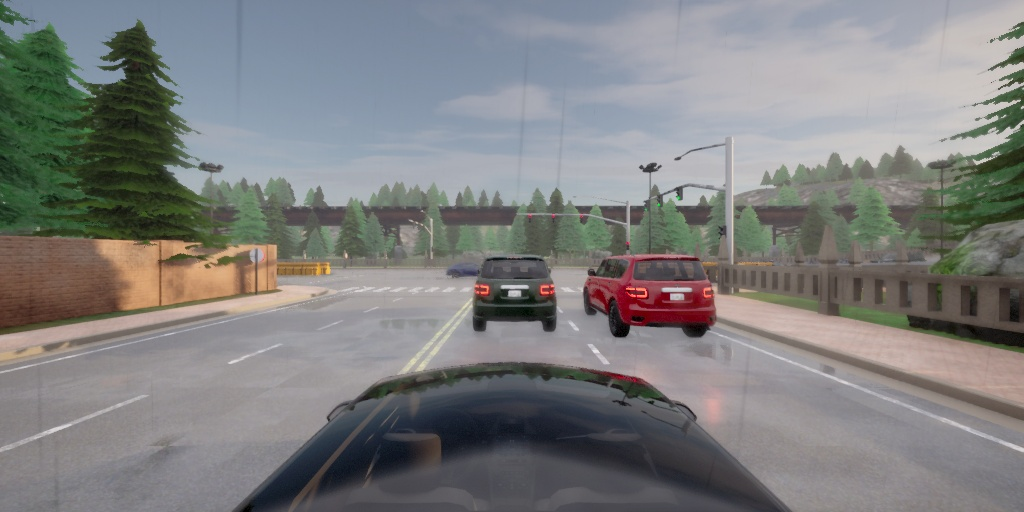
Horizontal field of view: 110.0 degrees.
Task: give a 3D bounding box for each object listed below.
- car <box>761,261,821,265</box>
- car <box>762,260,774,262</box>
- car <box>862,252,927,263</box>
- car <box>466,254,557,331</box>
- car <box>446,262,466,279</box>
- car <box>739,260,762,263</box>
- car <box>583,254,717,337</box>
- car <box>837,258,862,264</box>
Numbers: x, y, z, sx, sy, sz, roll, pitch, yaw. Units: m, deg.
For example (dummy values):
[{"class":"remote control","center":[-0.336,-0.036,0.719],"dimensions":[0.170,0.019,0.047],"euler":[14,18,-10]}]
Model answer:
[{"class":"car","center":[25.004,1.351,31.395],"dimensions":[4.718,1.301,1.895],"euler":[0,0,0]},{"class":"car","center":[31.376,1.297,45.588],"dimensions":[5.357,1.411,2.033],"euler":[0,0,0]},{"class":"car","center":[45.137,0.669,42.055],"dimensions":[5.566,2.045,2.150],"euler":[-3,0,-1]},{"class":"car","center":[0.070,0.971,11.063],"dimensions":[2.150,2.045,5.566],"euler":[0,0,0]},{"class":"car","center":[-3.474,1.275,31.552],"dimensions":[4.674,1.442,1.812],"euler":[0,0,0]},{"class":"car","center":[25.828,1.241,42.097],"dimensions":[4.902,1.511,2.128],"euler":[0,0,0]},{"class":"car","center":[3.570,0.971,10.386],"dimensions":[2.150,2.045,5.566],"euler":[0,0,0]},{"class":"car","center":[41.756,1.081,45.553],"dimensions":[4.902,1.511,2.128],"euler":[-2,0,0]}]
